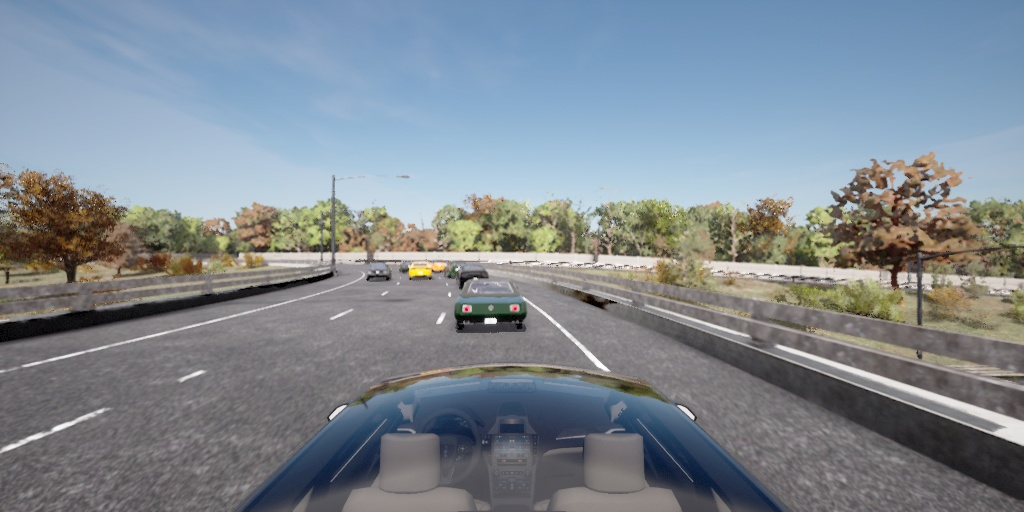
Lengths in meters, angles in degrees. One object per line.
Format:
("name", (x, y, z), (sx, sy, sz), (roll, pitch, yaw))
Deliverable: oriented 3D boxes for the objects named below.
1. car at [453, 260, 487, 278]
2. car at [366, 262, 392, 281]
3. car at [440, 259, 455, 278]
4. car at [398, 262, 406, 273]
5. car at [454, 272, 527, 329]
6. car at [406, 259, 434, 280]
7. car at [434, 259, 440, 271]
("car", (-2.783, 1.277, 24.452), (1.882, 1.535, 5.008), (0, 0, -12))
("car", (-11.664, 1.369, 31.548), (2.033, 1.411, 5.357), (0, 0, -17))
("car", (-5.436, 1.175, 34.769), (2.097, 1.767, 4.553), (0, 0, -17))
("car", (-13.213, 1.415, 45.427), (1.994, 1.385, 4.181), (0, 0, -24))
("car", (-0.714, 1.372, 11.357), (1.895, 1.301, 4.718), (0, 0, -5))
("car", (-8.529, 1.300, 33.107), (1.882, 1.535, 5.008), (0, 0, -16))
("car", (-9.792, 1.204, 46.286), (2.097, 1.767, 4.553), (0, 0, -23))
